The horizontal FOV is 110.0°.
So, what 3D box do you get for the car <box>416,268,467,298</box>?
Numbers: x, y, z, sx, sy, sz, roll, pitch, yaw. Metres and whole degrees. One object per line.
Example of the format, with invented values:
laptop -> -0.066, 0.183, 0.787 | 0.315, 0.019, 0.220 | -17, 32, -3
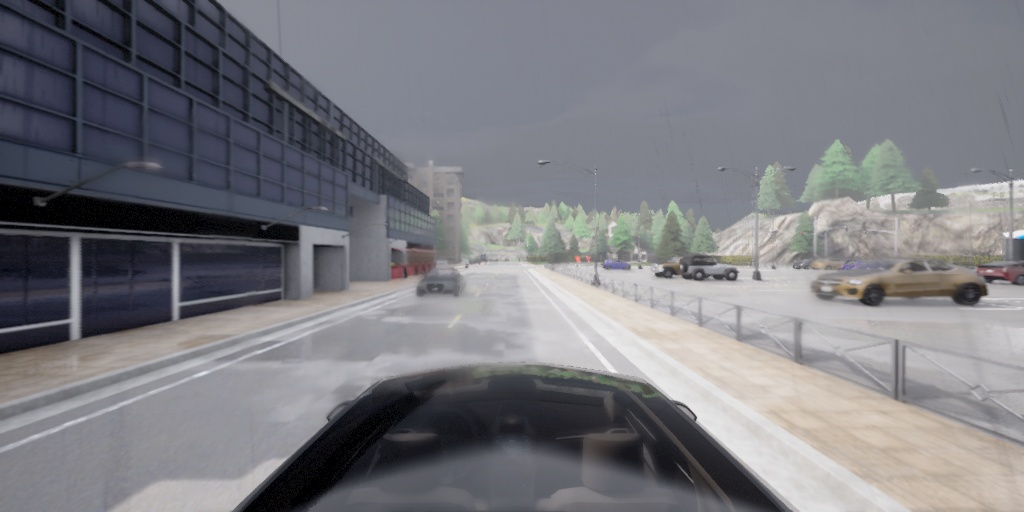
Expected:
car -> -3.499, 1.319, 18.339 | 1.994, 1.385, 4.181 | 0, 0, 0
